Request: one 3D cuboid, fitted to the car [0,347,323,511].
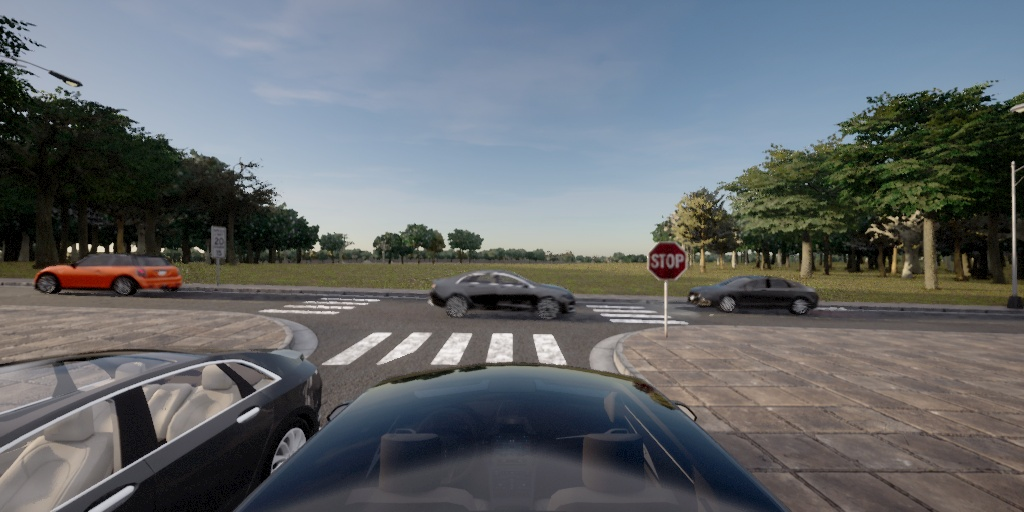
[{"bbox_3d":[-2.637,1.300,1.688,2.007,1.370,4.403,0,0,0],"label":"car"}]

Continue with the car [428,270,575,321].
[{"bbox_3d":[-0.331,1.246,12.148,4.902,1.511,2.128,2,-1,0],"label":"car"}]

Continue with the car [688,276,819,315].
[{"bbox_3d":[10.026,1.582,15.079,4.892,1.490,1.837,2,-1,0],"label":"car"}]

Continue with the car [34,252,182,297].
[{"bbox_3d":[-16.870,0.680,15.123,4.553,1.767,2.097,2,-1,0],"label":"car"}]
